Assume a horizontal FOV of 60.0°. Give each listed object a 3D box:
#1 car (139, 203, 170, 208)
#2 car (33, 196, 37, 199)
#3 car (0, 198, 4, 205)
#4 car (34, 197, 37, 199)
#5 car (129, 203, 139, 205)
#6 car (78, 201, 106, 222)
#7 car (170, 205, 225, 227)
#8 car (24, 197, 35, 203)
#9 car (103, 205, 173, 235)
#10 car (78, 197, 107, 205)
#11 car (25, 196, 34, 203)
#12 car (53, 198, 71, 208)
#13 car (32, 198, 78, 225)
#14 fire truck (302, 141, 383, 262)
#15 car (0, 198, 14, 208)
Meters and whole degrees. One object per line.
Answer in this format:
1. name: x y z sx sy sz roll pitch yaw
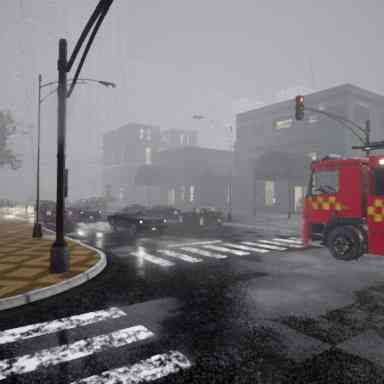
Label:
1. car: -2.528 1.741 28.734 1.947 1.339 4.313 1 -1 -35
2. car: -31.822 1.944 70.712 1.752 1.417 4.829 1 -1 -35
3. car: -38.608 1.860 65.793 1.947 1.339 4.313 1 -1 -35
4. car: -17.124 1.672 39.427 1.837 1.490 4.892 1 -1 -34
5. car: -5.654 1.783 33.235 1.802 1.307 4.206 1 -1 -35
6. car: -9.150 1.703 27.900 1.895 1.301 4.718 1 -1 -35
7. car: 0.597 1.700 24.230 2.008 1.369 4.403 1 -1 -35
8. car: -41.222 2.051 84.253 2.008 1.369 4.403 1 -1 -35
9. car: -3.270 1.655 19.424 1.895 1.301 4.718 1 -1 -35
10. car: -12.665 1.573 43.263 2.192 1.841 5.009 1 -1 -35
11. car: -38.055 1.788 79.695 2.192 1.841 5.009 1 -1 -35
12. car: -22.230 1.778 56.893 1.967 1.590 4.097 1 -1 -35
13. car: -10.228 1.492 24.680 1.967 1.590 4.097 1 -1 -35
14. fire truck: 7.465 0.348 9.392 2.891 3.827 8.468 0 0 -35
15. car: -29.016 1.738 51.973 1.752 1.417 4.829 1 -1 -35
